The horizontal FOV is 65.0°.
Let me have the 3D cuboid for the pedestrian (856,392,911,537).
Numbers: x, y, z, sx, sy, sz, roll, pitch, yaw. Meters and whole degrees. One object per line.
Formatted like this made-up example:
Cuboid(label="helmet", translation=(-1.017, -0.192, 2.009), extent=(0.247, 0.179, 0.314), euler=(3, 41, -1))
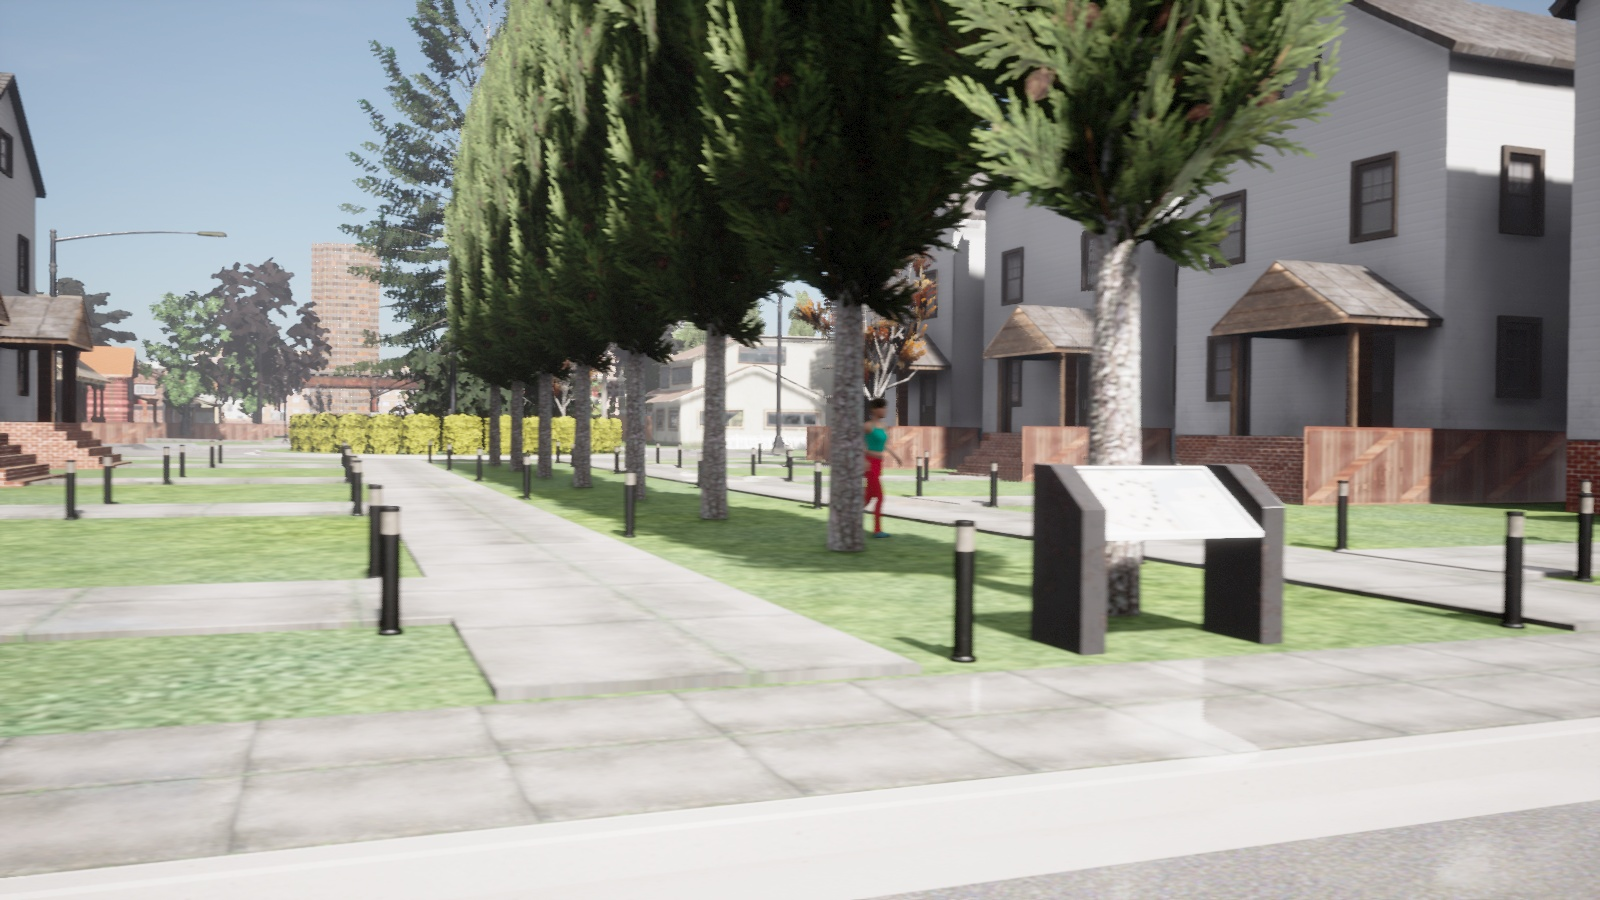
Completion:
Cuboid(label="pedestrian", translation=(1.074, 0.179, 16.207), extent=(0.594, 1.836, 0.345), euler=(0, 1, 33))
